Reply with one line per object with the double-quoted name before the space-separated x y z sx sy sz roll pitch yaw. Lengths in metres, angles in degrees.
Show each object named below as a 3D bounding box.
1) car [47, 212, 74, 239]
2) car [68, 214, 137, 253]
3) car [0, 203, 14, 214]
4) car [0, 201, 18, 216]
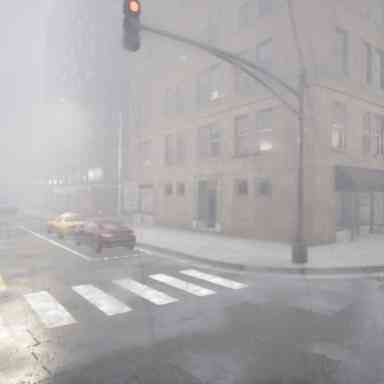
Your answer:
"car" -7.194 1.836 19.384 1.752 1.417 4.829 0 -1 -35
"car" -3.883 1.822 14.703 1.802 1.307 4.206 0 -1 -35
"car" -26.374 2.293 46.493 2.008 1.369 4.403 0 -1 -35
"car" -23.161 2.213 41.952 1.887 1.381 4.507 0 -1 -35
